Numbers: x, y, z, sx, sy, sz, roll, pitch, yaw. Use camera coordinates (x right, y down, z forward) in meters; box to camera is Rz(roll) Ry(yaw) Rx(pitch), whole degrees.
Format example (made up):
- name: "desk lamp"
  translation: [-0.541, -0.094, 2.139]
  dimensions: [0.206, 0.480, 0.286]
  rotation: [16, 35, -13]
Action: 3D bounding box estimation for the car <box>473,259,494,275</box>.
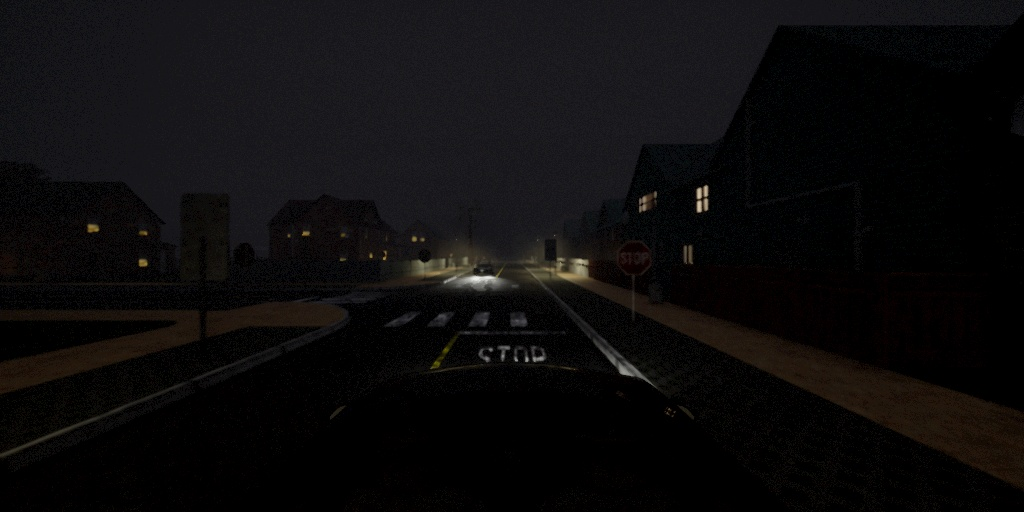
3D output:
- name: "car"
  translation: [-2.748, 1.081, 35.452]
  dimensions: [2.128, 1.511, 4.902]
  rotation: [0, 0, 0]
